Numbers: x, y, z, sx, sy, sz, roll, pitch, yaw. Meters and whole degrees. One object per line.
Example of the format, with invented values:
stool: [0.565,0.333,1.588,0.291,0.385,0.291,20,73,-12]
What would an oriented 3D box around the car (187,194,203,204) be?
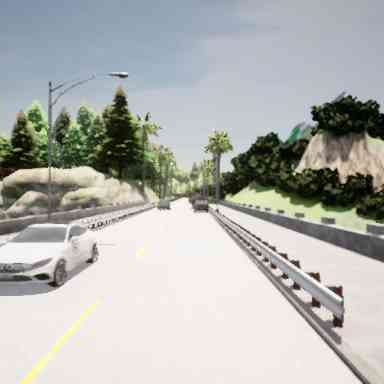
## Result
car: [0.824,1.457,53.852,2.150,2.045,5.566,-25,-1,0]

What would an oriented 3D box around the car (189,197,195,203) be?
car: [0.008,2.233,93.177,1.882,1.535,5.008,0,-1,0]

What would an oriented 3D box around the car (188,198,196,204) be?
car: [0.007,2.079,77.440,1.837,1.490,4.892,0,-1,0]

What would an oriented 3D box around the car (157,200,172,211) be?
car: [-4.071,1.963,49.310,1.837,1.490,4.892,0,0,0]

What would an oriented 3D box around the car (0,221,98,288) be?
car: [-4.100,1.617,9.685,1.812,1.442,4.674,0,0,0]

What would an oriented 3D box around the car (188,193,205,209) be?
car: [0.816,1.513,59.854,2.150,2.045,5.566,-25,-1,0]

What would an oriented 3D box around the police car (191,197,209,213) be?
police car: [1.162,1.835,43.934,1.930,1.638,5.238,0,-1,0]
